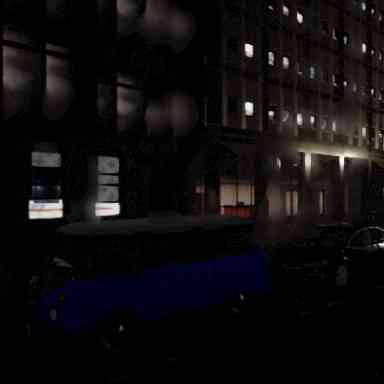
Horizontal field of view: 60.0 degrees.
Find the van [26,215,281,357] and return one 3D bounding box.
[{"bbox_3d":[-0.514,1.335,5.731,3.998,1.788,1.690,0,0,-35],"label":"van"}]

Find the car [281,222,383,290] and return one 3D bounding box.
[{"bbox_3d":[4.000,1.531,8.951,4.403,1.369,2.008,0,0,-35],"label":"car"}]
